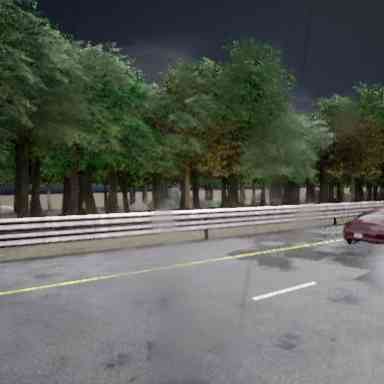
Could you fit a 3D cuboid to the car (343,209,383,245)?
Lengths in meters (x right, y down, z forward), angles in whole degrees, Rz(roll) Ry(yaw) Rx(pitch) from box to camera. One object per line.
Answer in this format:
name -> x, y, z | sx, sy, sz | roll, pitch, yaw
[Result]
car -> 8.014, 1.426, 13.580 | 4.674, 1.442, 1.812 | -1, 0, -35
